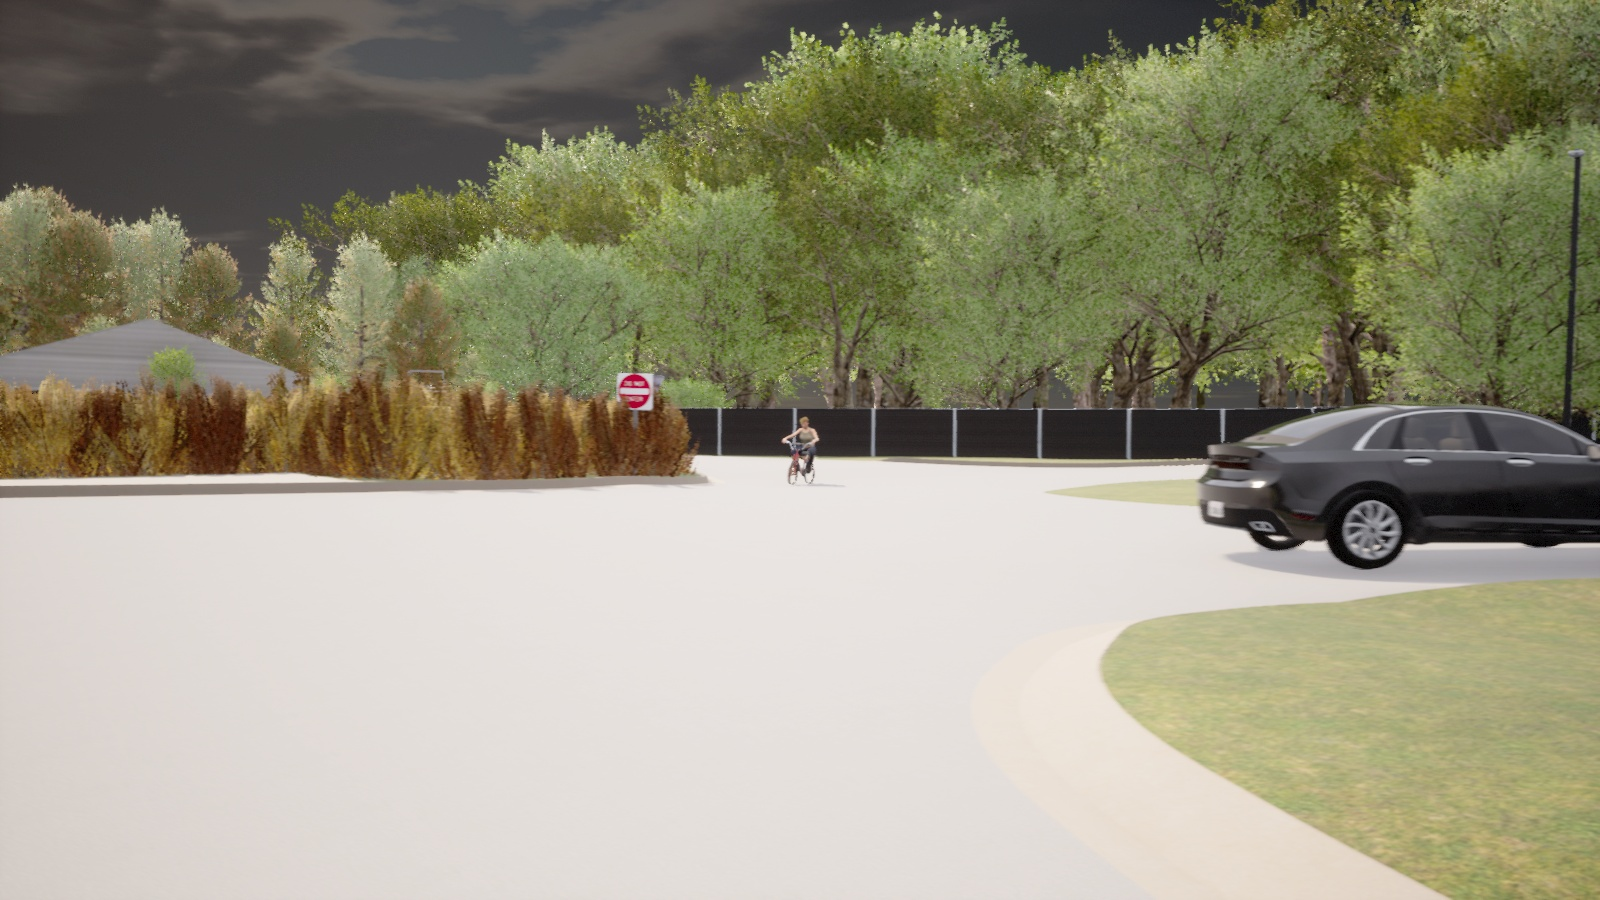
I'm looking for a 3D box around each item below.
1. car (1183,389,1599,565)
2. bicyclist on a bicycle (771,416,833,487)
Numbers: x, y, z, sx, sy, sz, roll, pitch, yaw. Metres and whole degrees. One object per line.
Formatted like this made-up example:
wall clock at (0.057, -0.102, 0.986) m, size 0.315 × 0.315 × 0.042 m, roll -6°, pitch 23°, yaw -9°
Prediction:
car at (6.458, 0.192, 12.176) m, size 4.892 × 1.490 × 1.837 m, roll -1°, pitch 1°, yaw -6°
bicyclist on a bicycle at (0.054, 0.026, 29.499) m, size 0.866 × 1.612 × 1.509 m, roll 2°, pitch 1°, yaw 24°
